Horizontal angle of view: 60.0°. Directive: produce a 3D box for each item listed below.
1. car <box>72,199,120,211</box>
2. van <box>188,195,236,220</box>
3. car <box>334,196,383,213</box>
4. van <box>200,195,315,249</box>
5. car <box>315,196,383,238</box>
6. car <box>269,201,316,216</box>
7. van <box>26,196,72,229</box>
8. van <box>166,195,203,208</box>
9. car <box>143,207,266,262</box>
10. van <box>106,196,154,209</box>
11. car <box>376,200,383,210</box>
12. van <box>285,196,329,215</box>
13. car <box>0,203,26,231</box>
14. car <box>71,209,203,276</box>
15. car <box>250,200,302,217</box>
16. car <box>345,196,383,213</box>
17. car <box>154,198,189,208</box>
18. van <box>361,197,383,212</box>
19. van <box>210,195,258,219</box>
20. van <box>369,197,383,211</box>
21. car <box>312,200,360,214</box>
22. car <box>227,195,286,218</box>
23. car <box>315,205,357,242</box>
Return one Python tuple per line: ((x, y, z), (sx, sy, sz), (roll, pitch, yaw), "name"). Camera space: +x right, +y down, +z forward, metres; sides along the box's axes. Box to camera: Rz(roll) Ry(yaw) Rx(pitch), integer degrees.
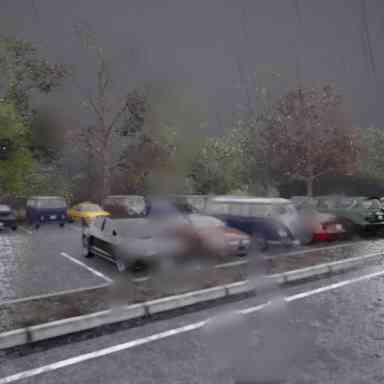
((-7.131, 1.472, 22.998), (1.946, 1.575, 5.366), (0, 0, -35), "car")
((1.704, 1.296, 29.662), (1.878, 1.987, 4.442), (1, -1, -35), "van")
((22.092, 1.637, 44.010), (2.435, 2.045, 5.566), (1, -1, -35), "car")
((2.542, 1.246, 13.912), (1.878, 1.987, 4.442), (0, 0, -35), "van")
((6.967, 1.228, 17.243), (2.435, 2.045, 5.566), (1, -1, -35), "car")
((10.794, 1.725, 35.992), (2.002, 1.452, 4.674), (1, -1, -35), "car")
((-9.563, 1.252, 21.635), (1.878, 1.987, 4.442), (0, 0, -35), "van")
((-0.525, 1.253, 27.788), (1.878, 1.987, 4.442), (0, 0, -35), "van")
((0.212, 1.515, 12.399), (2.002, 1.452, 4.674), (0, 0, -35), "car")
((-4.916, 1.245, 24.659), (1.878, 1.987, 4.442), (0, 0, -35), "van")
((31.093, 2.052, 50.463), (2.097, 1.535, 5.008), (1, -1, -35), "car")
((12.881, 1.498, 37.626), (1.878, 1.987, 4.442), (1, -1, -35), "van")
((-11.748, 1.483, 19.928), (2.231, 1.521, 4.892), (0, 0, -35), "car")
((-2.031, 1.508, 10.761), (2.163, 1.488, 4.792), (0, 0, -35), "car")
((8.540, 1.644, 34.382), (2.097, 1.535, 5.008), (1, -1, -35), "car")
((24.348, 1.678, 45.617), (2.435, 2.045, 5.566), (1, -1, -35), "car")
((-2.730, 1.467, 26.366), (2.097, 1.535, 5.008), (0, 0, -35), "car")
((26.654, 1.744, 47.152), (1.878, 1.987, 4.442), (1, -1, -35), "van")
((3.858, 1.335, 31.197), (1.878, 1.987, 4.442), (1, -1, -35), "van")
((28.775, 1.785, 48.949), (1.878, 1.987, 4.442), (1, -1, -35), "van")
((17.563, 1.807, 40.811), (2.097, 1.535, 5.008), (1, -1, -35), "car")
((6.198, 1.350, 32.686), (2.435, 2.045, 5.566), (1, -1, -35), "car")
((4.723, 1.497, 15.646), (2.163, 1.488, 4.792), (0, 0, -35), "car")
